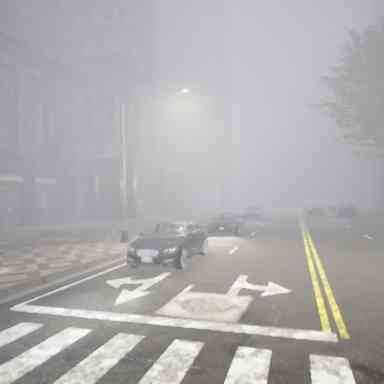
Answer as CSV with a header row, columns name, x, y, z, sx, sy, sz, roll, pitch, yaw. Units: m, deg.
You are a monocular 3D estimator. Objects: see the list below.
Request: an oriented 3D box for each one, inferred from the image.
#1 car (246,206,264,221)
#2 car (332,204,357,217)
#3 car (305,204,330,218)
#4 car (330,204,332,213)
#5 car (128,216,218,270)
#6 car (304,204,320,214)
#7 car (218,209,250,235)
name,x,y,z,sx,sy,sz,roll,pitch,yaw
car,6.769,2.264,36.321,1.882,1.535,5.008,-2,-1,18
car,17.755,2.090,38.480,1.882,1.535,5.008,-2,-2,18
car,14.512,2.183,38.939,2.128,1.511,4.902,-2,-2,18
car,20.787,2.401,48.304,1.895,1.301,4.718,-2,-2,17
car,-0.697,1.828,12.446,2.128,1.511,4.902,-2,-2,16
car,17.560,2.483,48.870,1.895,1.301,4.718,-2,-2,17
car,2.401,2.087,22.355,1.994,1.385,4.181,-2,-1,17
